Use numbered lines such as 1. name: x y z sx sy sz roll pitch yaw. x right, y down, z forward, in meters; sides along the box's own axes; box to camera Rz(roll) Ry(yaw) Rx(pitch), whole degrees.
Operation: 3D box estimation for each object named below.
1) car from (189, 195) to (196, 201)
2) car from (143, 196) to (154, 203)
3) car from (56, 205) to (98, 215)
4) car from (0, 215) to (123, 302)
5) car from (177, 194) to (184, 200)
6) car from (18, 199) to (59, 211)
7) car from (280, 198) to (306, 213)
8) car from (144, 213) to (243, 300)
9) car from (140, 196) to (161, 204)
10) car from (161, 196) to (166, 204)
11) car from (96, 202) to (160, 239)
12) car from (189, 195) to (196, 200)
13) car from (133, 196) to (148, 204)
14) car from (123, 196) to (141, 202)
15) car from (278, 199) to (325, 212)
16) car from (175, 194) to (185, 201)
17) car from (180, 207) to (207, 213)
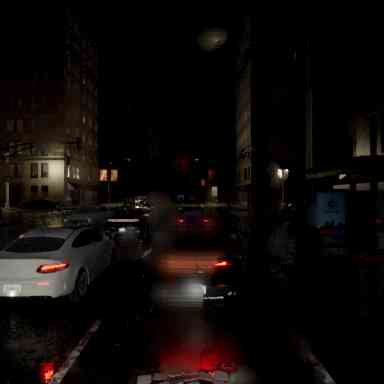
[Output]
1. car: 0.093 1.528 83.542 2.128 1.511 4.902 0 0 0
2. car: -9.669 1.532 73.686 1.812 1.442 4.674 0 0 0
3. car: -6.169 1.533 20.335 1.812 1.442 4.674 0 0 4
4. car: -3.147 1.527 8.143 1.812 1.442 4.674 0 0 0
5. car: -3.146 1.303 93.174 1.882 1.535 5.008 0 0 0
6. car: -18.442 1.547 40.033 4.674 1.442 1.812 0 -1 0
7. car: 12.500 1.431 36.858 4.553 1.767 2.097 0 -1 0
8. car: 0.102 1.506 8.394 1.837 1.490 4.892 0 0 0
9. car: -6.532 1.516 52.885 1.837 1.490 4.892 0 0 0
10. car: -6.493 1.535 61.909 1.812 1.442 4.674 0 0 1
11. car: -3.133 1.495 17.409 2.128 1.511 4.902 0 0 0
12. car: 0.104 1.587 93.615 1.895 1.301 4.718 0 0 0
13. car: -9.728 1.501 63.471 2.128 1.511 4.902 0 0 1
14. car: -9.776 1.516 53.343 1.837 1.490 4.892 0 0 0
15. car: 13.140 1.602 40.109 5.008 1.535 1.882 0 -1 1
16. car: -3.158 1.520 82.755 2.128 1.511 4.902 0 0 0
17. car: 0.101 1.529 17.511 1.812 1.442 4.674 0 0 0
